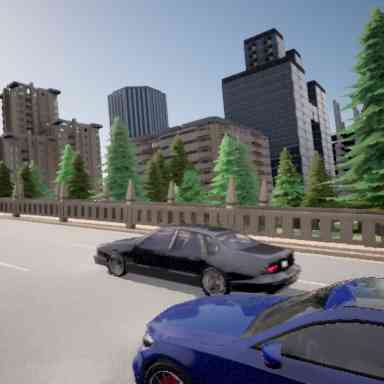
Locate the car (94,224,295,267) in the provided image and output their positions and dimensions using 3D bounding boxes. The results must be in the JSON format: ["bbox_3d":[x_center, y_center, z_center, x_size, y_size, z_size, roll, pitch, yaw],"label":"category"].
[{"bbox_3d":[-0.108,1.527,8.369,5.357,1.411,2.033,0,0,36],"label":"car"}]

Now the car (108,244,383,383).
[{"bbox_3d":[1.571,1.529,2.872,4.674,1.442,1.812,0,0,36],"label":"car"}]
